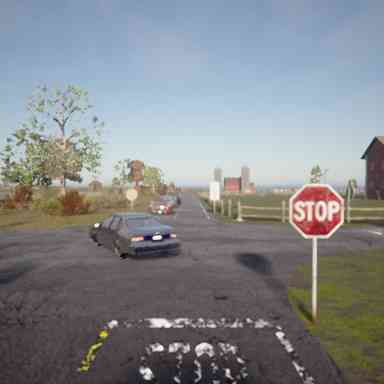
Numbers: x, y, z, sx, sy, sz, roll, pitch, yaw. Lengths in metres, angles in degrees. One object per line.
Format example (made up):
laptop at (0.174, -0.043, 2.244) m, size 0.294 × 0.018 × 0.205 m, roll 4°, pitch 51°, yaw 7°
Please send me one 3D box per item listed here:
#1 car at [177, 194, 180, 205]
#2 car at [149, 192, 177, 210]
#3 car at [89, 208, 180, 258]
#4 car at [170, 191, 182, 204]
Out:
car at (-2.830, 1.296, 41.589) m, size 1.812 × 1.442 × 4.674 m, roll 0°, pitch 0°, yaw 1°
car at (-2.839, 1.177, 31.538) m, size 2.097 × 1.767 × 4.553 m, roll 0°, pitch 0°, yaw 0°
car at (-2.392, 1.500, 12.622) m, size 2.033 × 1.411 × 5.357 m, roll -1°, pitch 0°, yaw -31°
car at (-2.816, 0.935, 51.887) m, size 2.150 × 2.045 × 5.566 m, roll 0°, pitch 0°, yaw 0°
